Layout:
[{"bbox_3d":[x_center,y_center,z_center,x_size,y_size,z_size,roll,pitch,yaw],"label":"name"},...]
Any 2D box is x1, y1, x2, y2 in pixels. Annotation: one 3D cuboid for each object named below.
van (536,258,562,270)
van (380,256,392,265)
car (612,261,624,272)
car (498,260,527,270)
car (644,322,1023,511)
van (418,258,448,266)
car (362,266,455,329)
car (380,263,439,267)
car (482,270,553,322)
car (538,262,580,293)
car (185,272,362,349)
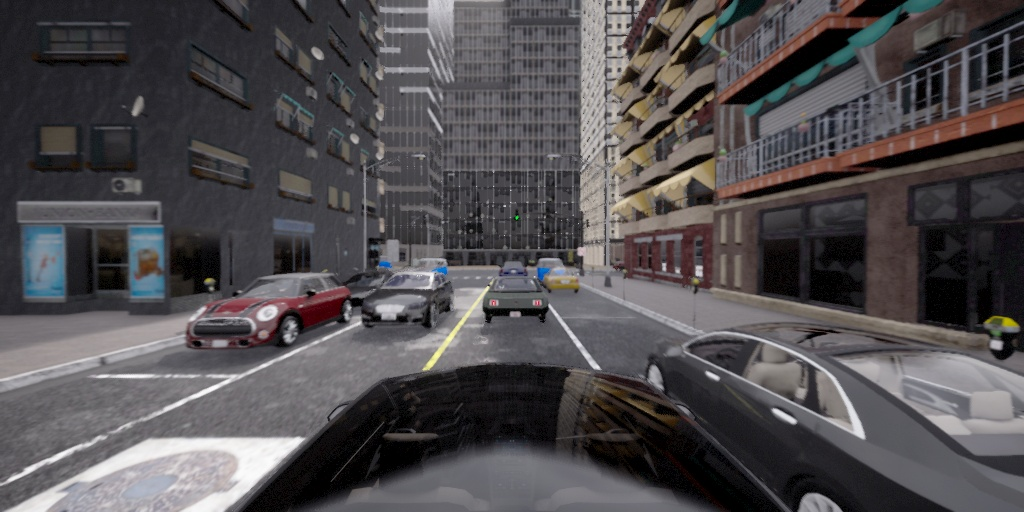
[{"bbox_3d":[2.689,1.058,25.763,1.690,1.789,3.998,0,0,0],"label":"van"},{"bbox_3d":[-17.156,0.899,45.294,3.998,1.789,1.690,0,0,0],"label":"van"},{"bbox_3d":[15.233,1.037,45.101,5.009,1.841,2.192,0,0,0],"label":"car"},{"bbox_3d":[0.061,1.069,26.555,2.097,1.767,4.553,0,0,-1],"label":"car"},{"bbox_3d":[2.690,1.298,3.356,2.007,1.370,4.403,0,0,0],"label":"car"},{"bbox_3d":[-5.692,1.058,25.791,1.690,1.789,3.998,0,0,0],"label":"van"},{"bbox_3d":[-3.016,1.230,11.286,2.128,1.511,4.902,0,0,0],"label":"car"},{"bbox_3d":[-5.691,1.275,20.190,2.007,1.370,4.403,0,0,0],"label":"car"},{"bbox_3d":[0.102,1.336,12.212,1.895,1.301,4.718,0,0,0],"label":"car"},{"bbox_3d":[2.690,1.250,20.331,1.751,1.417,4.829,0,0,0],"label":"car"},{"bbox_3d":[-5.691,1.180,8.986,1.967,1.591,4.097,0,0,0],"label":"car"}]
